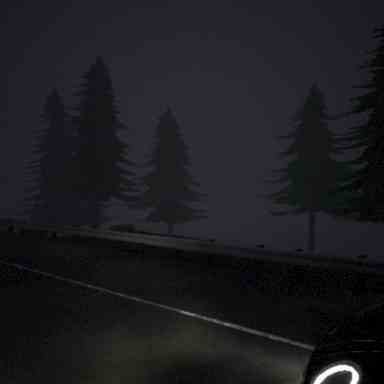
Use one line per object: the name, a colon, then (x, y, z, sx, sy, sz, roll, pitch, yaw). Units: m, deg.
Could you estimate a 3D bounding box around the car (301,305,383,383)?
car: (2.980, 1.364, 1.911, 4.553, 1.767, 2.097, 0, 0, 35)
